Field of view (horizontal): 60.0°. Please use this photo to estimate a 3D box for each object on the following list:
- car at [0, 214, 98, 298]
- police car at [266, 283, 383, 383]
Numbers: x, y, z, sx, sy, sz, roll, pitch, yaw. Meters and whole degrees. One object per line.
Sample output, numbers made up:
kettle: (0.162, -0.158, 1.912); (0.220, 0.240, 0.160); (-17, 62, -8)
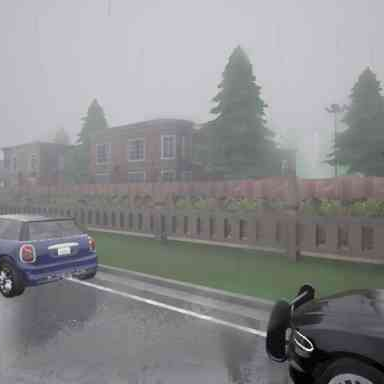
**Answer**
car: (-4.559, 1.351, 8.808); (4.553, 1.767, 2.097); (0, 0, 38)
police car: (3.216, 1.425, 2.743); (5.238, 1.638, 1.930); (0, 0, 38)
